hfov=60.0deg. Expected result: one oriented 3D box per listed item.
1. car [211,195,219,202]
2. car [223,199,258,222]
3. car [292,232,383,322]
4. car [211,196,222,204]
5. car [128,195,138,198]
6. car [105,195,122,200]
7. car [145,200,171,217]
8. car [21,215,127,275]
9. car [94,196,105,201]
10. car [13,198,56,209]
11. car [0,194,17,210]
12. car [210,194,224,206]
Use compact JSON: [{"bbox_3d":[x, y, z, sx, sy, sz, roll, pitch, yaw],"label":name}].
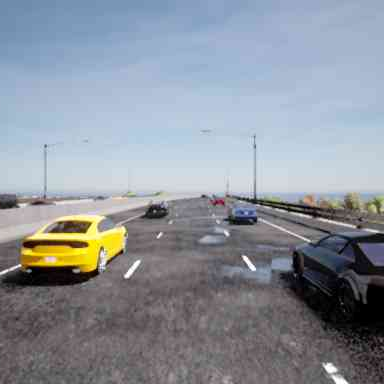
[{"bbox_3d":[5.245,1.520,76.404,1.812,1.442,4.674,0,0,3],"label":"car"},{"bbox_3d":[3.810,1.512,25.568,2.033,1.411,5.357,0,0,1],"label":"car"},{"bbox_3d":[3.628,1.552,7.198,1.994,1.385,4.181,0,0,0],"label":"car"},{"bbox_3d":[4.787,1.502,65.491,1.812,1.442,4.674,0,0,2],"label":"car"},{"bbox_3d":[-12.515,1.454,70.749,1.882,1.535,5.008,0,0,2],"label":"car"},{"bbox_3d":[-16.069,1.430,69.502,1.882,1.535,5.008,0,0,2],"label":"car"},{"bbox_3d":[-3.101,1.450,30.629,2.128,1.511,4.902,0,0,1],"label":"car"},{"bbox_3d":[-3.354,1.459,10.401,1.882,1.535,5.008,0,0,0],"label":"car"},{"bbox_3d":[-19.508,1.500,71.057,1.812,1.442,4.674,0,0,2],"label":"car"},{"bbox_3d":[-13.805,1.483,30.168,1.812,1.442,4.674,0,0,1],"label":"car"},{"bbox_3d":[-17.332,1.180,29.026,2.150,2.045,5.566,0,0,1],"label":"car"},{"bbox_3d":[4.400,1.525,54.575,1.994,1.385,4.181,0,0,2],"label":"car"}]
